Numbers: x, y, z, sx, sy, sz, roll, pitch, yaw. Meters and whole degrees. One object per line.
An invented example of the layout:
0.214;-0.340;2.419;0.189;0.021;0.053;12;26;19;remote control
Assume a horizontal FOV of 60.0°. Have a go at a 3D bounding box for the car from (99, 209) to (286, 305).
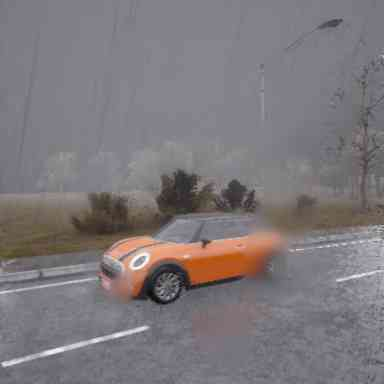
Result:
0.134;1.329;8.123;4.553;1.767;2.097;0;0;-33;car
